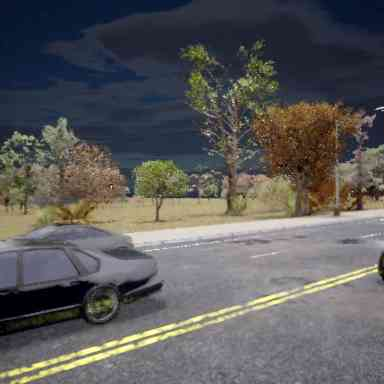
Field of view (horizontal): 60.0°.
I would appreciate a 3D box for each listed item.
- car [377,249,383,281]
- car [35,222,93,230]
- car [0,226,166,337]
[{"bbox_3d":[6.370,1.466,8.135,4.181,1.385,1.994,-1,0,-36],"label":"car"},{"bbox_3d":[-3.646,1.546,9.108,4.181,1.385,1.994,-1,0,-36],"label":"car"},{"bbox_3d":[-3.088,1.546,5.490,5.357,1.411,2.033,-1,0,-36],"label":"car"}]
